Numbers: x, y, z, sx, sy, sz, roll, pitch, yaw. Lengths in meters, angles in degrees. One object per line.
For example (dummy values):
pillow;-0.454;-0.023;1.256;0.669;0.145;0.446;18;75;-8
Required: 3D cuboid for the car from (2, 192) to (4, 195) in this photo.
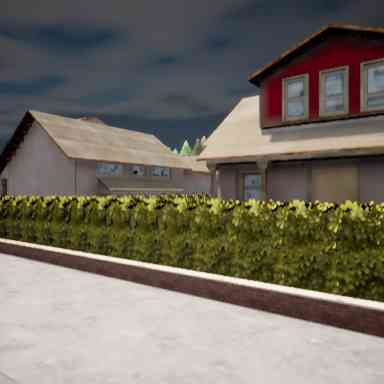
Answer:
car;-42.144;0.951;76.312;3.866;1.878;1.905;0;0;36
